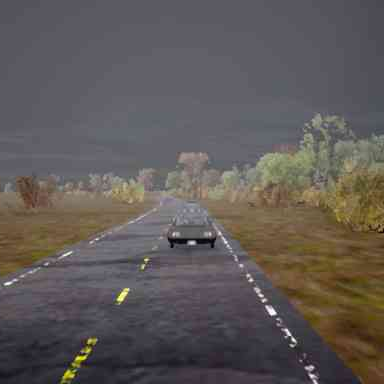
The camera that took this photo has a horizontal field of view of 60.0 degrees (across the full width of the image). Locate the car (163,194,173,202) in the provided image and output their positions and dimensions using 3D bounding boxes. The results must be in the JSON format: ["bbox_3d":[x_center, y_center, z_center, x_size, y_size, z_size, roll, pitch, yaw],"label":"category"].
[{"bbox_3d":[-5.465,1.303,76.510,2.097,1.767,4.553,0,0,-6],"label":"car"}]

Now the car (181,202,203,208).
[{"bbox_3d":[-0.005,1.559,29.657,2.033,1.411,5.357,0,0,0],"label":"car"}]

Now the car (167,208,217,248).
[{"bbox_3d":[0.000,1.615,14.680,1.895,1.301,4.718,0,0,0],"label":"car"}]
